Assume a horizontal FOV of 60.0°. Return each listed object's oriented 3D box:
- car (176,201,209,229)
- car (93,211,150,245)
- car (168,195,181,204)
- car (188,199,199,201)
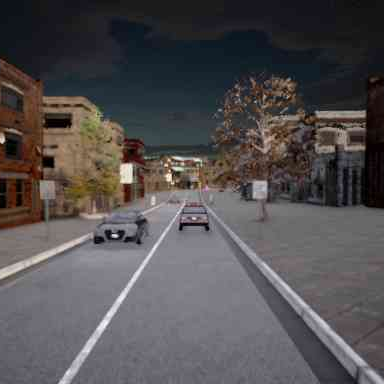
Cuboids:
[{"bbox_3d":[0.128,1.536,21.266,2.033,1.411,5.357,0,0,0],"label":"car"},{"bbox_3d":[-3.081,1.556,15.261,1.994,1.385,4.181,0,0,0],"label":"car"},{"bbox_3d":[-2.959,1.338,57.629,1.837,1.490,4.892,0,2,1],"label":"car"},{"bbox_3d":[0.170,1.579,42.767,1.895,1.301,4.718,0,0,0],"label":"car"}]
